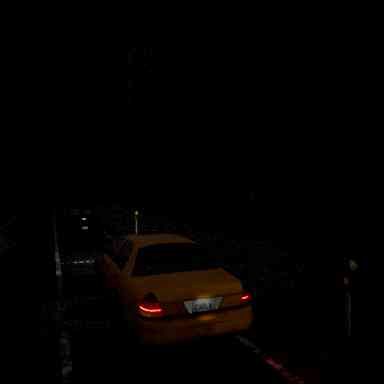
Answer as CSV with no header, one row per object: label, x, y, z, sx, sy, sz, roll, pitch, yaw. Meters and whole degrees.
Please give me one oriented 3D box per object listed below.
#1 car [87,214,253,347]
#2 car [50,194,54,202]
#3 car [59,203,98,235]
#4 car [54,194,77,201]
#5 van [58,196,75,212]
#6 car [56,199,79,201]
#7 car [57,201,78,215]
car,-0.847,1.457,6.717,1.801,1.575,5.366,0,0,-23
car,-32.109,1.472,79.306,1.967,1.590,4.097,0,0,-24
car,-6.189,1.552,18.625,2.008,1.369,4.403,0,0,-23
car,-12.632,1.317,33.892,2.192,1.841,5.009,0,0,-23
van,-14.780,1.344,38.981,1.690,1.788,3.998,0,0,-23
car,-10.484,1.568,28.802,1.947,1.339,4.313,0,0,-23
car,-8.336,1.552,23.713,2.008,1.369,4.403,0,0,-23
